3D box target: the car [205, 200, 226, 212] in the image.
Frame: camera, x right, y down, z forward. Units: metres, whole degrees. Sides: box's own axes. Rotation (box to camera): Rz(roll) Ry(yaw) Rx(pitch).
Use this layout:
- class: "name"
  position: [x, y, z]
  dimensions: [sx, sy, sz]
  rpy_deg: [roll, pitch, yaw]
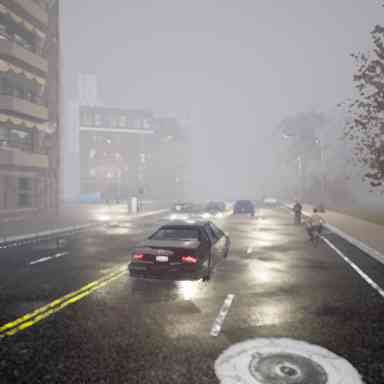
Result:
- class: "car"
  position: [2.638, 1.573, 37.194]
  dimensions: [1.895, 1.301, 4.718]
  rpy_deg: [0, 0, 12]

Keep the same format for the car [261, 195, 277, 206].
- class: "car"
  position: [12.834, 1.551, 54.825]
  dimensions: [1.895, 1.301, 4.718]
  rpy_deg: [0, 0, 10]

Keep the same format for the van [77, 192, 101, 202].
- class: "van"
  position: [-18.022, 0.850, 58.494]
  dimensions: [3.998, 1.788, 1.690]
  rpy_deg: [1, -1, -18]

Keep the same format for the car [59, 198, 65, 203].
- class: "car"
  position: [-20.844, 1.077, 48.736]
  dimensions: [4.206, 1.307, 1.802]
  rpy_deg: [1, -1, -18]

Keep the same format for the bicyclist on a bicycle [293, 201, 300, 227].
- class: "bicyclist on a bicycle"
  position: [6.878, 1.439, 21.608]
  dimensions: [0.582, 1.620, 1.656]
  rpy_deg: [0, 0, 13]

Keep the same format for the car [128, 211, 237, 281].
- class: "car"
  position: [-0.063, 1.541, 9.904]
  dimensions: [2.033, 1.411, 5.357]
  rpy_deg: [0, 0, 14]

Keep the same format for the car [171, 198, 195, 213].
- class: "car"
  position: [-0.883, 1.467, 36.229]
  dimensions: [2.128, 1.511, 4.902]
  rpy_deg: [0, 0, 12]

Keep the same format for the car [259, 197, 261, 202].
- class: "car"
  position: [15.291, 1.455, 69.996]
  dimensions: [1.812, 1.442, 4.674]
  rpy_deg: [0, 0, 9]

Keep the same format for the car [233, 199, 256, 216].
- class: "car"
  position: [5.122, 1.454, 32.413]
  dimensions: [1.882, 1.535, 5.008]
  rpy_deg: [0, 0, 12]

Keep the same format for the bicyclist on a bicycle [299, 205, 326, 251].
- class: "bicyclist on a bicycle"
  position: [4.861, 1.428, 13.152]
  dimensions: [0.866, 1.612, 1.509]
  rpy_deg: [0, 0, 14]
